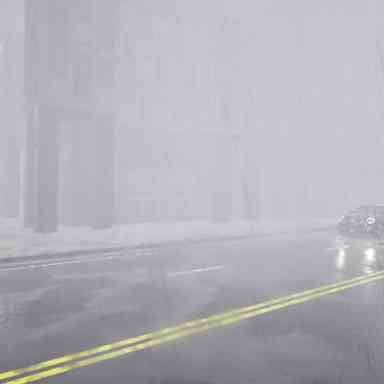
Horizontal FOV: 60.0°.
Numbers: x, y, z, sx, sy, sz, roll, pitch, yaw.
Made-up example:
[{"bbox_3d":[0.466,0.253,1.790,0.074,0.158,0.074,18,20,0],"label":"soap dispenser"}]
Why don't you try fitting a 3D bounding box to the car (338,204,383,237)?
[{"bbox_3d":[10.385,1.493,19.072,4.553,1.767,2.097,1,0,-35],"label":"car"}]
